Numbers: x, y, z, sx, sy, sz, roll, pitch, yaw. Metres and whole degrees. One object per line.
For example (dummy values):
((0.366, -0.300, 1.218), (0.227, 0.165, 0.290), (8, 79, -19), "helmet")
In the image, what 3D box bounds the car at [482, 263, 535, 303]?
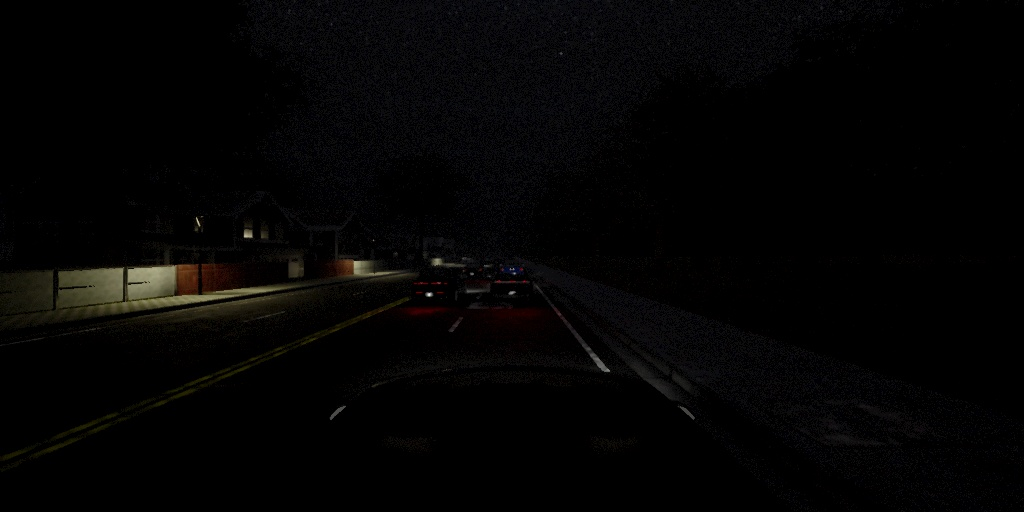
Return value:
((0.000, 1.242, 16.500), (2.128, 1.511, 4.902), (0, 0, 0), "car")

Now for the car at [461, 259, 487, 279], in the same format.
((-3.250, 1.279, 31.500), (1.812, 1.442, 4.674), (0, 0, 0), "car")

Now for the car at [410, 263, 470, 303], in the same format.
((-3.250, 1.264, 16.500), (1.837, 1.490, 4.892), (0, 0, 0), "car")

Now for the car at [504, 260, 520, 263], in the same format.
((0.000, 1.112, 31.470), (2.097, 1.767, 4.553), (0, 0, 0), "car")
